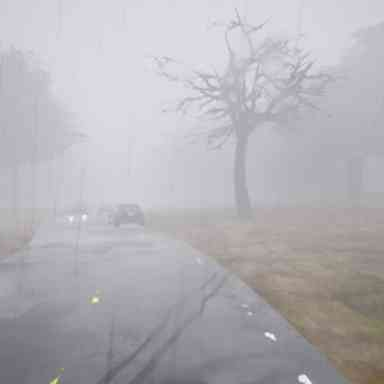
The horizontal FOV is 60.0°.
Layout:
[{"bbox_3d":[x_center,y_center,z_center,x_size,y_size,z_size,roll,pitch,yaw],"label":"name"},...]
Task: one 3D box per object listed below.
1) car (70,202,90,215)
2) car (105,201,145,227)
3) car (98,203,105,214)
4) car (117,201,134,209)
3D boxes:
[{"bbox_3d":[-13.673,2.024,40.773,1.837,1.490,4.892,0,-1,-10],"label":"car"},{"bbox_3d":[-5.064,1.623,25.321,2.097,1.767,4.553,0,-1,-21],"label":"car"},{"bbox_3d":[-11.085,2.085,43.613,2.033,1.411,5.357,0,-1,-8],"label":"car"},{"bbox_3d":[-12.338,2.324,61.559,1.895,1.301,4.718,0,0,4],"label":"car"}]
